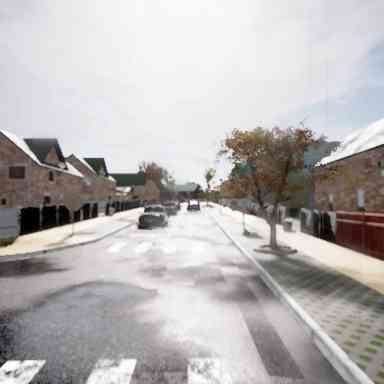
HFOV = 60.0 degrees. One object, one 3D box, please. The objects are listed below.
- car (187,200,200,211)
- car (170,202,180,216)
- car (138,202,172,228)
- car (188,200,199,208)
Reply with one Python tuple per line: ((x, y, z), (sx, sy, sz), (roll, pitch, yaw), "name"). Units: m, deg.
((0.261, 2.123, 50.795), (1.994, 1.385, 4.181), (0, -1, 0), "car")
((-2.721, 1.881, 38.326), (1.882, 1.535, 5.008), (0, -1, 0), "car")
((-2.768, 1.752, 24.482), (1.837, 1.490, 4.892), (0, -1, 0), "car")
((0.307, 2.334, 65.619), (1.994, 1.385, 4.181), (0, -1, 0), "car")
